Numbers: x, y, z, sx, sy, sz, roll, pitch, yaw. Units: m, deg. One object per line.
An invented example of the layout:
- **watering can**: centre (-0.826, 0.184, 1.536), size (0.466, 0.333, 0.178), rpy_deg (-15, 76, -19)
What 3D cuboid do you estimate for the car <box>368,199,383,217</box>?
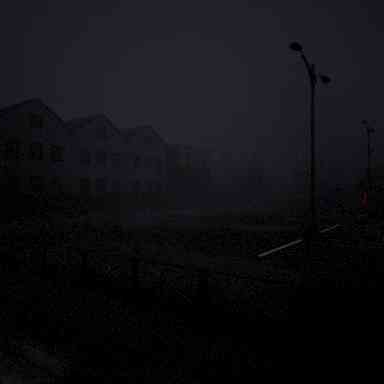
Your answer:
- **car**: centre (15.481, 1.298, 26.779), size (2.007, 1.523, 4.514), rpy_deg (0, 0, 35)
